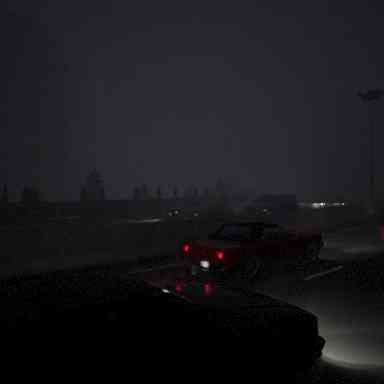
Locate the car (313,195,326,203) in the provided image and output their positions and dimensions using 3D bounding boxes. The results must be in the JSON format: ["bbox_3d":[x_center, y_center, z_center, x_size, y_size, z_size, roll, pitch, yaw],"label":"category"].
[{"bbox_3d":[22.850,1.245,59.859,2.128,1.511,4.902,0,0,19],"label":"car"}]

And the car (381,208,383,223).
[{"bbox_3d":[14.721,1.220,23.075,2.097,1.767,4.553,0,0,40],"label":"car"}]

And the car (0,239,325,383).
[{"bbox_3d":[-0.980,1.549,3.177,5.357,1.411,2.033,0,0,-37],"label":"car"}]

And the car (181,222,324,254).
[{"bbox_3d":[2.027,1.572,10.065,4.718,1.301,1.895,0,0,-40],"label":"car"}]

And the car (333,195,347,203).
[{"bbox_3d":[26.384,1.292,59.337,1.994,1.385,4.181,0,0,18],"label":"car"}]

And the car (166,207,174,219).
[{"bbox_3d":[-0.062,1.458,27.665,1.837,1.490,4.892,0,0,42],"label":"car"}]

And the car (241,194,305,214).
[{"bbox_3d":[5.597,1.147,23.437,2.150,2.045,5.566,0,0,42],"label":"car"}]

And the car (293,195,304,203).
[{"bbox_3d":[20.374,1.286,63.675,1.812,1.442,4.674,0,0,17],"label":"car"}]

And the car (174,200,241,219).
[{"bbox_3d":[1.195,1.477,23.933,1.812,1.442,4.674,0,0,44],"label":"car"}]
